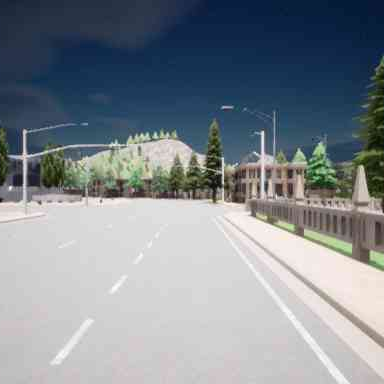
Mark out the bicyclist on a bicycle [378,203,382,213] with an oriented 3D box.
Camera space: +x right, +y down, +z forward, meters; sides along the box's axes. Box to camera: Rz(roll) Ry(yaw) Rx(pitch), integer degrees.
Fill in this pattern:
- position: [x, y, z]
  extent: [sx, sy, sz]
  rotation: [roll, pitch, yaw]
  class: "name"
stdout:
- position: [18.703, 1.275, 32.660]
  extent: [0.582, 1.620, 1.656]
  rotation: [0, 0, 0]
  class: "bicyclist on a bicycle"
